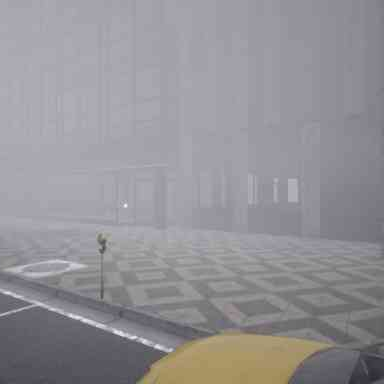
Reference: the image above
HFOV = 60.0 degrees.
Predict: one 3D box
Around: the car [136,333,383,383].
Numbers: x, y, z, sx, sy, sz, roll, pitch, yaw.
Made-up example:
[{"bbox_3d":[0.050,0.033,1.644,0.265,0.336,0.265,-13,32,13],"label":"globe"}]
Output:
[{"bbox_3d":[1.637,1.525,1.915,4.829,1.417,1.752,0,0,36],"label":"car"}]
